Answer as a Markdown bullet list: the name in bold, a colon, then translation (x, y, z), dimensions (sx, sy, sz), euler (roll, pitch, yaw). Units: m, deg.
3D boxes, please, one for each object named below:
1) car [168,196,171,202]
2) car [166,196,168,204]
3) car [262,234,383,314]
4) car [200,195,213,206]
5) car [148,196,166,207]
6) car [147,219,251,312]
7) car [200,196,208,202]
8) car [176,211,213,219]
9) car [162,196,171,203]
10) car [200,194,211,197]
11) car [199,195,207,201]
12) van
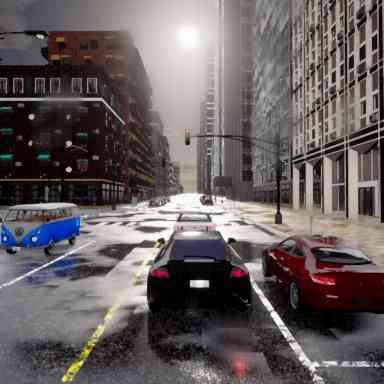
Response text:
- **car**: translation (-5.620, 1.580, 62.249), dimensions (1.947, 1.339, 4.313), euler (1, 0, 0)
- **car**: translation (-5.625, 1.564, 56.594), dimensions (2.008, 1.369, 4.403), euler (1, 0, 0)
- **car**: translation (2.708, 1.584, 7.332), dimensions (1.802, 1.307, 4.206), euler (1, 0, 0)
- **car**: translation (2.754, 1.596, 56.589), dimensions (1.802, 1.307, 4.206), euler (1, 0, 0)
- **car**: translation (-5.631, 1.563, 50.940), dimensions (2.008, 1.369, 4.403), euler (1, 0, 0)
- **car**: translation (0.112, 1.566, 7.797), dimensions (1.994, 1.385, 4.181), euler (0, 0, -1)
- **car**: translation (2.775, 1.599, 79.208), dimensions (1.802, 1.307, 4.206), euler (1, 0, 0)
- **car**: translation (0.111, 1.606, 16.614), dimensions (1.895, 1.301, 4.718), euler (0, 0, 0)
- **car**: translation (-5.610, 1.598, 73.558), dimensions (1.802, 1.307, 4.206), euler (1, 0, 0)
- **car**: translation (2.764, 1.330, 62.244), dimensions (2.192, 1.841, 5.009), euler (1, 0, 0)
- **car**: translation (2.781, 1.569, 84.862), dimensions (2.008, 1.369, 4.403), euler (1, 0, 0)
- **van**: translation (-5.750, 1.345, 13.024), dimensions (1.690, 1.788, 3.998), euler (1, 0, 0)
